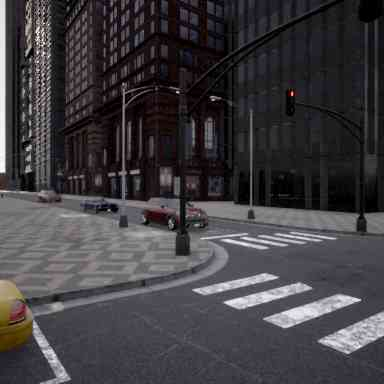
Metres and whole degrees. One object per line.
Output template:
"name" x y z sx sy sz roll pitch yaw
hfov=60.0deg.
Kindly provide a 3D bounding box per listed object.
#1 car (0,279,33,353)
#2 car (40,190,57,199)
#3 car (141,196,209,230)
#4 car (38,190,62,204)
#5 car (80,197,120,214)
"car" -4.393 1.525 3.515 4.829 1.417 1.752 0 0 -35
"car" -24.719 0.466 57.124 1.812 1.442 4.674 0 1 -35
"car" -1.055 1.072 18.841 2.097 1.767 4.553 0 1 -36
"car" -18.410 0.537 42.980 2.097 1.767 4.553 0 1 -35
"car" -7.893 1.104 28.325 1.895 1.301 4.718 0 1 -36
